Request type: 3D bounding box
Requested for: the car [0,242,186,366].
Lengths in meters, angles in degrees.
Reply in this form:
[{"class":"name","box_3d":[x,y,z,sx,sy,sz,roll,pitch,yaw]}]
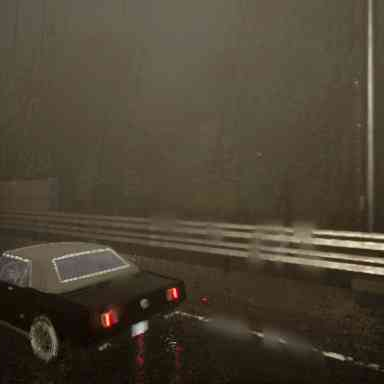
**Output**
[{"class":"car","box_3d":[-2.510,1.567,5.812,4.718,1.301,1.895,0,0,35]}]
